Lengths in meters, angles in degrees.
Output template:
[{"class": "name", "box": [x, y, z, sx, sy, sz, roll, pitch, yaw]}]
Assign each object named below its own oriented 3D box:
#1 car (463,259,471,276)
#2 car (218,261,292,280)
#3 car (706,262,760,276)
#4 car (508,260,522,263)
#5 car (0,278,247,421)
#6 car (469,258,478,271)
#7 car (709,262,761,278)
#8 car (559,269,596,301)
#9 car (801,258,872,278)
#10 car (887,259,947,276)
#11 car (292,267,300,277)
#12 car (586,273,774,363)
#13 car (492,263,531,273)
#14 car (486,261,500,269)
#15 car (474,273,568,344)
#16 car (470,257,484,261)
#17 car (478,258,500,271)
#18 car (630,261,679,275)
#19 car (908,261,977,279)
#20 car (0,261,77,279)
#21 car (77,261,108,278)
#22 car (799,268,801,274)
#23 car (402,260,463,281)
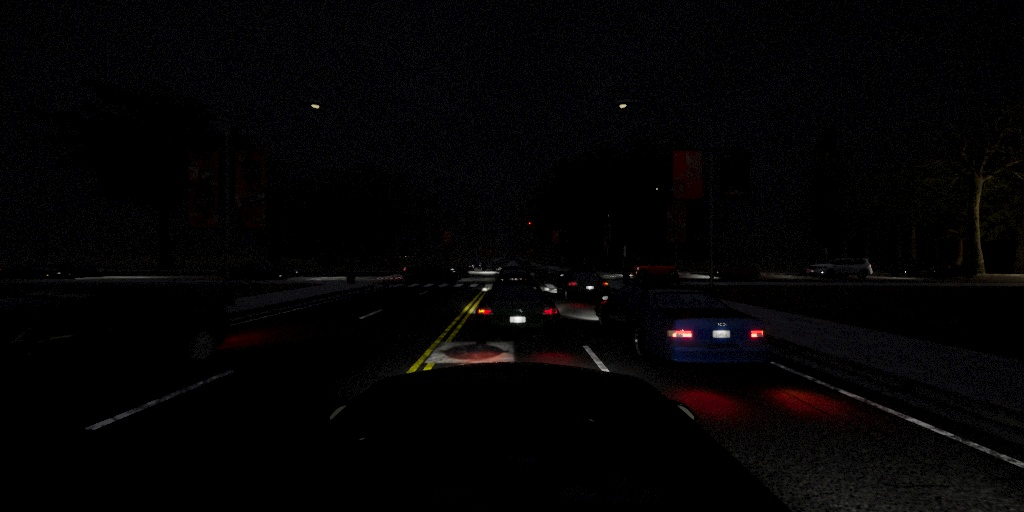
[{"class": "car", "box": [-6.628, 1.285, 33.462, 5.008, 1.535, 1.882, 0, 0, 0]}, {"class": "car", "box": [-21.646, 1.347, 30.085, 4.718, 1.301, 1.895, 0, 0, -1]}, {"class": "car", "box": [24.817, 1.476, 40.355, 4.892, 1.490, 1.837, 0, 0, -1]}, {"class": "car", "box": [0.164, 1.451, 54.979, 1.812, 1.442, 4.674, 0, 0, 0]}, {"class": "car", "box": [-6.589, 1.257, 5.182, 1.837, 1.490, 4.892, 0, 0, 0]}, {"class": "car", "box": [-6.548, 1.417, 52.164, 1.837, 1.490, 4.892, 0, 0, 0]}, {"class": "car", "box": [23.246, 1.522, 37.109, 4.181, 1.385, 1.994, 0, 0, -2]}, {"class": "car", "box": [3.363, 1.340, 17.512, 1.994, 1.385, 4.181, 0, 0, 0]}, {"class": "car", "box": [33.894, 1.238, 37.165, 5.566, 2.045, 2.150, 0, 0, 0]}, {"class": "car", "box": [45.939, 1.328, 40.456, 5.566, 2.045, 2.150, 0, 0, 0]}, {"class": "car", "box": [-22.468, 1.240, 33.329, 4.902, 1.511, 2.128, 0, 0, 0]}, {"class": "car", "box": [3.356, 1.303, 8.269, 2.033, 1.411, 5.357, 0, 0, 0]}, {"class": "car", "box": [0.105, 1.284, 18.525, 1.837, 1.490, 4.892, 0, 0, 0]}, {"class": "car", "box": [-3.270, 1.523, 62.466, 2.033, 1.411, 5.357, 0, 0, 1]}, {"class": "car", "box": [0.110, 1.321, 9.619, 1.994, 1.385, 4.181, 0, 0, 0]}, {"class": "car", "box": [-6.530, 1.194, 62.014, 2.150, 2.045, 5.566, 0, 0, 0]}, {"class": "car", "box": [-3.296, 1.406, 52.714, 2.128, 1.511, 4.902, 0, 0, 0]}, {"class": "car", "box": [14.612, 1.266, 37.017, 4.553, 1.767, 2.097, 0, 0, -1]}, {"class": "car", "box": [45.010, 1.585, 37.211, 4.902, 1.511, 2.128, 0, 0, 0]}, {"class": "car", "box": [-39.820, 1.252, 29.930, 4.181, 1.385, 1.994, 0, 0, 0]}, {"class": "car", "box": [-40.500, 1.183, 33.178, 4.902, 1.511, 2.128, 0, 0, 0]}, {"class": "car", "box": [35.306, 1.508, 40.417, 5.008, 1.535, 1.882, 0, 0, 1]}, {"class": "car", "box": [-6.756, 1.153, 30.208, 4.553, 1.767, 2.097, 0, 0, 0]}]
